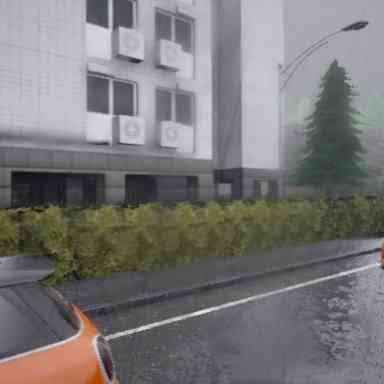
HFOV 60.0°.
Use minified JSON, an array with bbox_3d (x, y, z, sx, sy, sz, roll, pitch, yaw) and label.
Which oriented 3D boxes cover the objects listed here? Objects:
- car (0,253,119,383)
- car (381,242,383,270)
[{"bbox_3d":[-2.792,1.360,1.995,4.553,1.767,2.097,-1,0,-35],"label":"car"},{"bbox_3d":[7.104,1.274,9.014,4.553,1.767,2.097,-1,0,-35],"label":"car"}]
